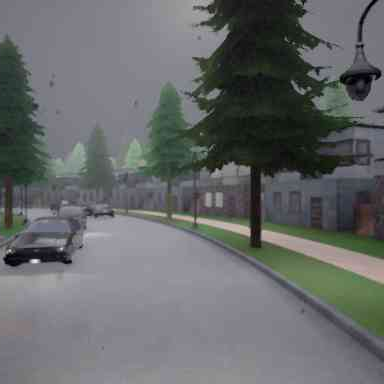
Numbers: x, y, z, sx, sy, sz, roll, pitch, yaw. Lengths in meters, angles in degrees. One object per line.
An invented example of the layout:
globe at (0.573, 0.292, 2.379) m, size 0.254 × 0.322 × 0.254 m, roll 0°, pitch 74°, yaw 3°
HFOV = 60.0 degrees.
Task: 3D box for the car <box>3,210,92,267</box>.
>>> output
car at (-5.069, 1.627, 12.176) m, size 2.033 × 1.411 × 5.357 m, roll 0°, pitch 0°, yaw -12°

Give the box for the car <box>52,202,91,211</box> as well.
car at (-7.918, 1.643, 21.744) m, size 1.837 × 1.490 × 4.892 m, roll 0°, pitch 0°, yaw -21°

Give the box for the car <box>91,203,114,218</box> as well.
car at (-9.239, 1.766, 32.918) m, size 1.994 × 1.385 × 4.181 m, roll 0°, pitch 0°, yaw -33°

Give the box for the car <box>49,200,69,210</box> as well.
car at (-16.932, 1.801, 43.186) m, size 1.812 × 1.442 × 4.674 m, roll 0°, pitch 0°, yaw -43°
